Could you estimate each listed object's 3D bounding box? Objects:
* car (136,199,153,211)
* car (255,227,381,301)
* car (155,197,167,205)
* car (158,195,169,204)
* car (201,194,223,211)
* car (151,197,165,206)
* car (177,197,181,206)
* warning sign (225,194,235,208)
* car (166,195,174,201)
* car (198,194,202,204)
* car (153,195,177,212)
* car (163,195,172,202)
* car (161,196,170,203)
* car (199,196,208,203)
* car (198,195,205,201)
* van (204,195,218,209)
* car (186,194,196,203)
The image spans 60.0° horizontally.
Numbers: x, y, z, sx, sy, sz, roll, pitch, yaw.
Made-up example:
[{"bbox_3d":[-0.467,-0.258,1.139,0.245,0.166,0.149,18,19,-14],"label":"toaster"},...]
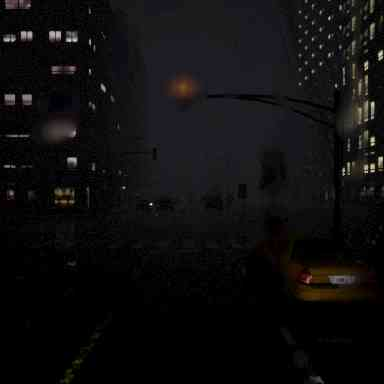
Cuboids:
[{"bbox_3d":[-5.767,1.568,40.461,2.008,1.369,4.403,0,0,0],"label":"car"},{"bbox_3d":[2.672,1.526,8.234,1.752,1.417,4.829,0,0,0],"label":"car"},{"bbox_3d":[-5.809,1.592,62.567,1.887,1.381,4.507,0,0,0],"label":"car"},{"bbox_3d":[-5.820,1.497,68.095,1.967,1.590,4.097,0,0,0],"label":"car"},{"bbox_3d":[2.611,1.332,40.477,2.192,1.841,5.009,0,0,0],"label":"car"},{"bbox_3d":[-5.799,1.589,57.041,2.008,1.369,4.403,0,0,0],"label":"car"},{"bbox_3d":[-3.188,1.635,54.635,1.895,1.301,4.718,0,0,0],"label":"car"},{"bbox_3d":[4.992,1.136,43.738,1.300,1.860,1.060,0,0,0],"label":"warning sign"},{"bbox_3d":[-5.859,1.625,90.031,1.752,1.417,4.829,0,0,0],"label":"car"},{"bbox_3d":[2.570,1.362,62.583,2.192,1.841,5.009,0,0,0],"label":"car"},{"bbox_3d":[-3.172,1.495,39.887,1.882,1.535,5.008,0,0,0],"label":"car"},{"bbox_3d":[-5.840,1.517,79.148,1.967,1.590,4.097,0,0,0],"label":"car"},{"bbox_3d":[-5.829,1.649,73.621,1.802,1.307,4.206,0,0,0],"label":"car"},{"bbox_3d":[2.551,1.612,73.637,1.887,1.381,4.507,0,0,0],"label":"car"},{"bbox_3d":[2.520,1.626,90.386,1.752,1.417,4.829,0,0,0],"label":"car"},{"bbox_3d":[2.601,1.364,46.003,1.690,1.788,3.998,0,0,0],"label":"van"},{"bbox_3d":[-0.128,1.607,69.248,2.033,1.411,5.357,0,0,0],"label":"car"}]
